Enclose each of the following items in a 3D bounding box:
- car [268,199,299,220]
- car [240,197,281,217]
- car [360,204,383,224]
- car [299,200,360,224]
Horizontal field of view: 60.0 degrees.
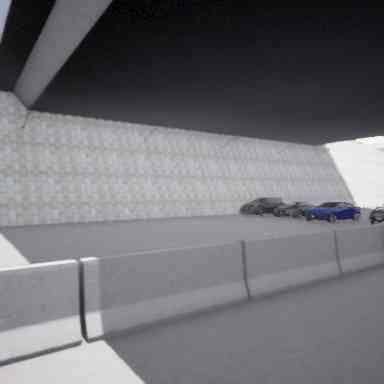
[{"bbox_3d":[8.626,1.460,27.226,4.181,1.385,1.994,0,0,-35],"label":"car"},{"bbox_3d":[6.459,1.239,29.979,4.553,1.767,2.097,0,0,-35],"label":"car"},{"bbox_3d":[13.753,1.401,22.277,4.902,1.511,2.128,0,0,-35],"label":"car"},{"bbox_3d":[10.280,1.383,24.110,5.008,1.535,1.882,0,0,-35],"label":"car"}]
